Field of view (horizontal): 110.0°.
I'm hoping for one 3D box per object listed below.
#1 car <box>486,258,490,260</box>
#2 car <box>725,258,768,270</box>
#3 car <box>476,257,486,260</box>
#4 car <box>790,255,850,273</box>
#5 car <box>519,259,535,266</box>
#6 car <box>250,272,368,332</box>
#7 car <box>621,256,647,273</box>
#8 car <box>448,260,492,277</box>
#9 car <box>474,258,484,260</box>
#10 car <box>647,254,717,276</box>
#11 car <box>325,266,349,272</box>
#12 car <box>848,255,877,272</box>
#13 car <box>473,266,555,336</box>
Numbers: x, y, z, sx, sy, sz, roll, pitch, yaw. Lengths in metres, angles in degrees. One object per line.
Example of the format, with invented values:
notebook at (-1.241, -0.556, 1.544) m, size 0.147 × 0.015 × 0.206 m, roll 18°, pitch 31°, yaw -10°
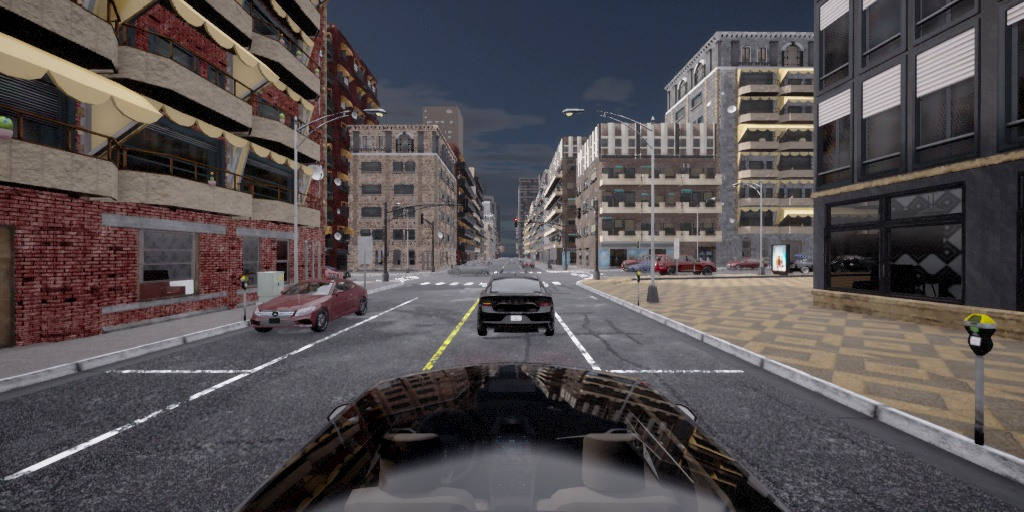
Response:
car at (-5.712, 1.086, 64.151) m, size 2.192 × 1.841 × 5.009 m, roll 0°, pitch 0°, yaw 0°
car at (25.654, 0.824, 39.230) m, size 4.207 × 1.307 × 1.802 m, roll 0°, pitch 0°, yaw -1°
car at (-5.710, 1.293, 58.299) m, size 1.751 × 1.417 × 4.829 m, roll 0°, pitch 0°, yaw 0°
car at (25.793, 0.822, 30.850) m, size 4.313 × 1.339 × 1.948 m, roll 0°, pitch 0°, yaw -1°
car at (2.670, 1.207, 58.474) m, size 1.967 × 1.591 × 4.097 m, roll 0°, pitch 0°, yaw 0°
car at (-5.744, 1.332, 10.763) m, size 1.802 × 1.307 × 4.207 m, roll 0°, pitch 0°, yaw 0°
car at (14.299, 1.007, 36.534) m, size 5.357 × 1.411 × 2.033 m, roll -1°, pitch 0°, yaw 0°
car at (-4.397, 1.369, 36.367) m, size 4.181 × 1.385 × 1.994 m, roll -1°, pitch 0°, yaw -1°
car at (-5.708, 1.330, 52.786) m, size 1.948 × 1.339 × 4.313 m, roll 0°, pitch 0°, yaw 0°
car at (14.700, 0.778, 30.750) m, size 5.009 × 1.841 × 2.192 m, roll 0°, pitch 0°, yaw -1°
car at (-17.187, 1.610, 33.046) m, size 4.181 × 1.385 × 1.994 m, roll -1°, pitch 0°, yaw -1°
car at (31.340, 0.717, 30.901) m, size 4.313 × 1.339 × 1.948 m, roll 0°, pitch 0°, yaw -1°
car at (0.096, 1.227, 10.424) m, size 1.882 × 1.535 × 5.008 m, roll 0°, pitch 0°, yaw 0°
